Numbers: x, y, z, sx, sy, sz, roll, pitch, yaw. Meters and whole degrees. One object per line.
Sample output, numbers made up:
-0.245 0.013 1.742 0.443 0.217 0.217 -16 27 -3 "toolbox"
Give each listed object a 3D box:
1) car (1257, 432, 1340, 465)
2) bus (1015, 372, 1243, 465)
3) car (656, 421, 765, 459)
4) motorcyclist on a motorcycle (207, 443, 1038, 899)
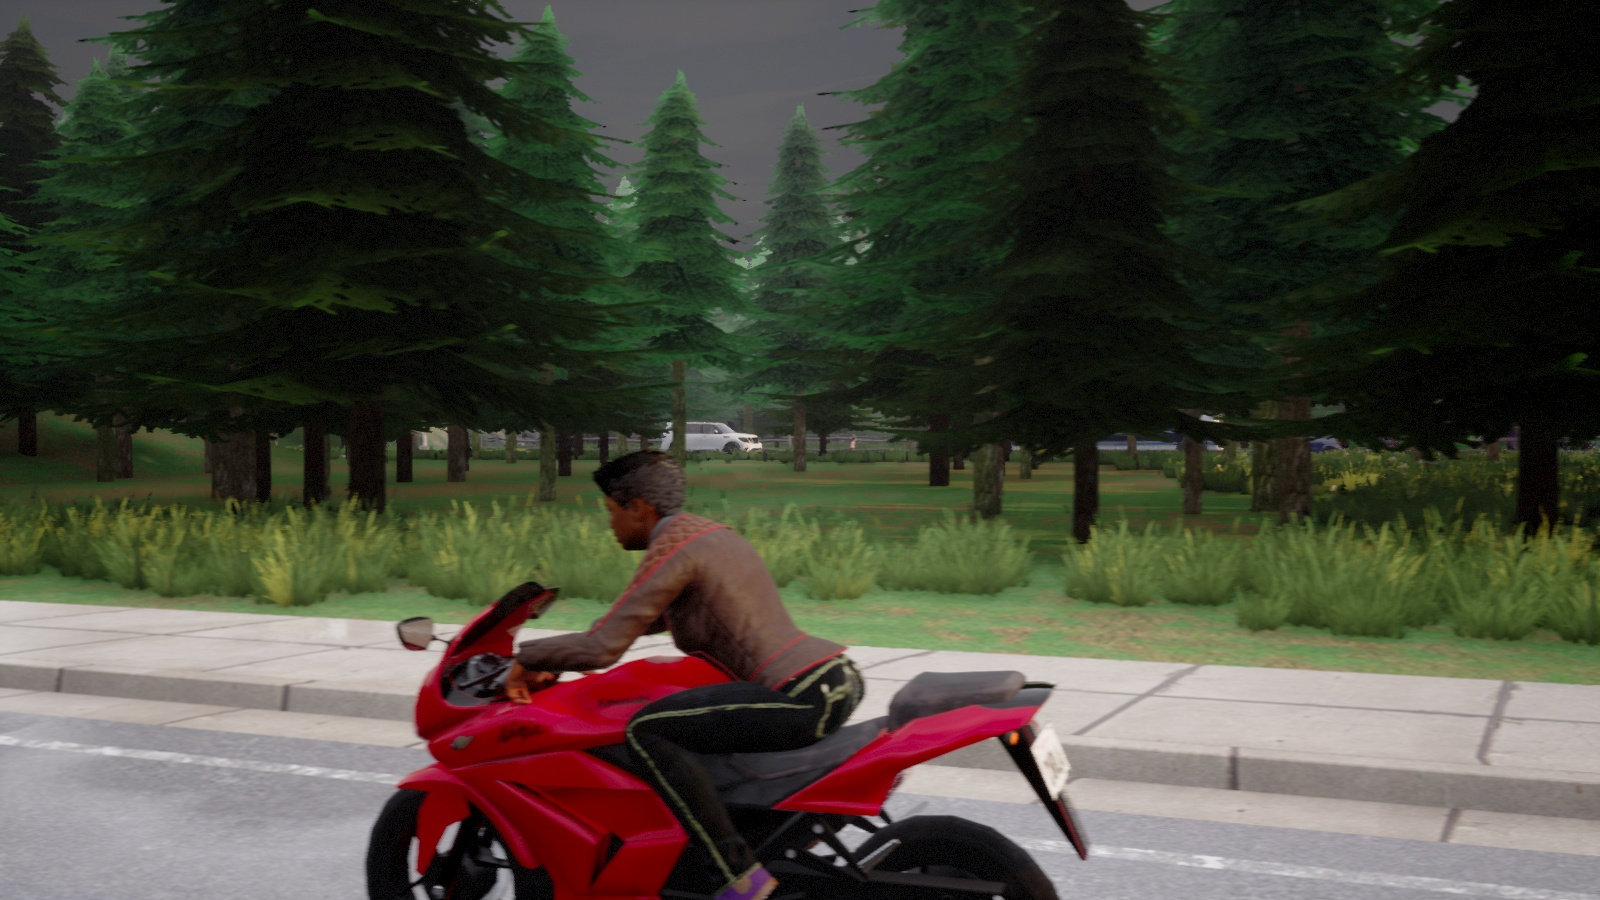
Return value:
24.357 -0.094 61.374 3.705 1.549 1.789 1 1 22 "car"
15.971 -1.472 60.955 10.273 4.253 3.944 0 1 22 "bus"
-4.892 -0.576 68.866 5.566 2.045 2.150 1 1 21 "car"
-0.456 0.753 3.346 2.044 1.523 0.797 1 1 19 "motorcyclist on a motorcycle"
